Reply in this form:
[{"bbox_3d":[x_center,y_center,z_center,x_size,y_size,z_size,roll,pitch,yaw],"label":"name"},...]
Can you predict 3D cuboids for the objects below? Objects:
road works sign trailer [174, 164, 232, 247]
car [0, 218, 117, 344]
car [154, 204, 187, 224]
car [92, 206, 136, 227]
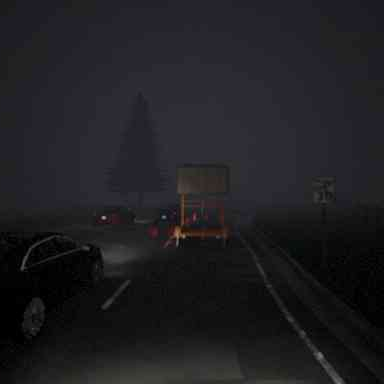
[{"bbox_3d":[0.496,0.518,15.345,2.380,3.560,2.880,0,0,5],"label":"road works sign trailer"},{"bbox_3d":[-3.225,1.514,6.458,2.128,1.511,4.902,0,0,2],"label":"car"},{"bbox_3d":[-1.588,1.614,25.539,1.812,1.442,4.674,0,0,9],"label":"car"},{"bbox_3d":[-5.414,1.646,23.480,1.994,1.385,4.181,0,0,8],"label":"car"}]
